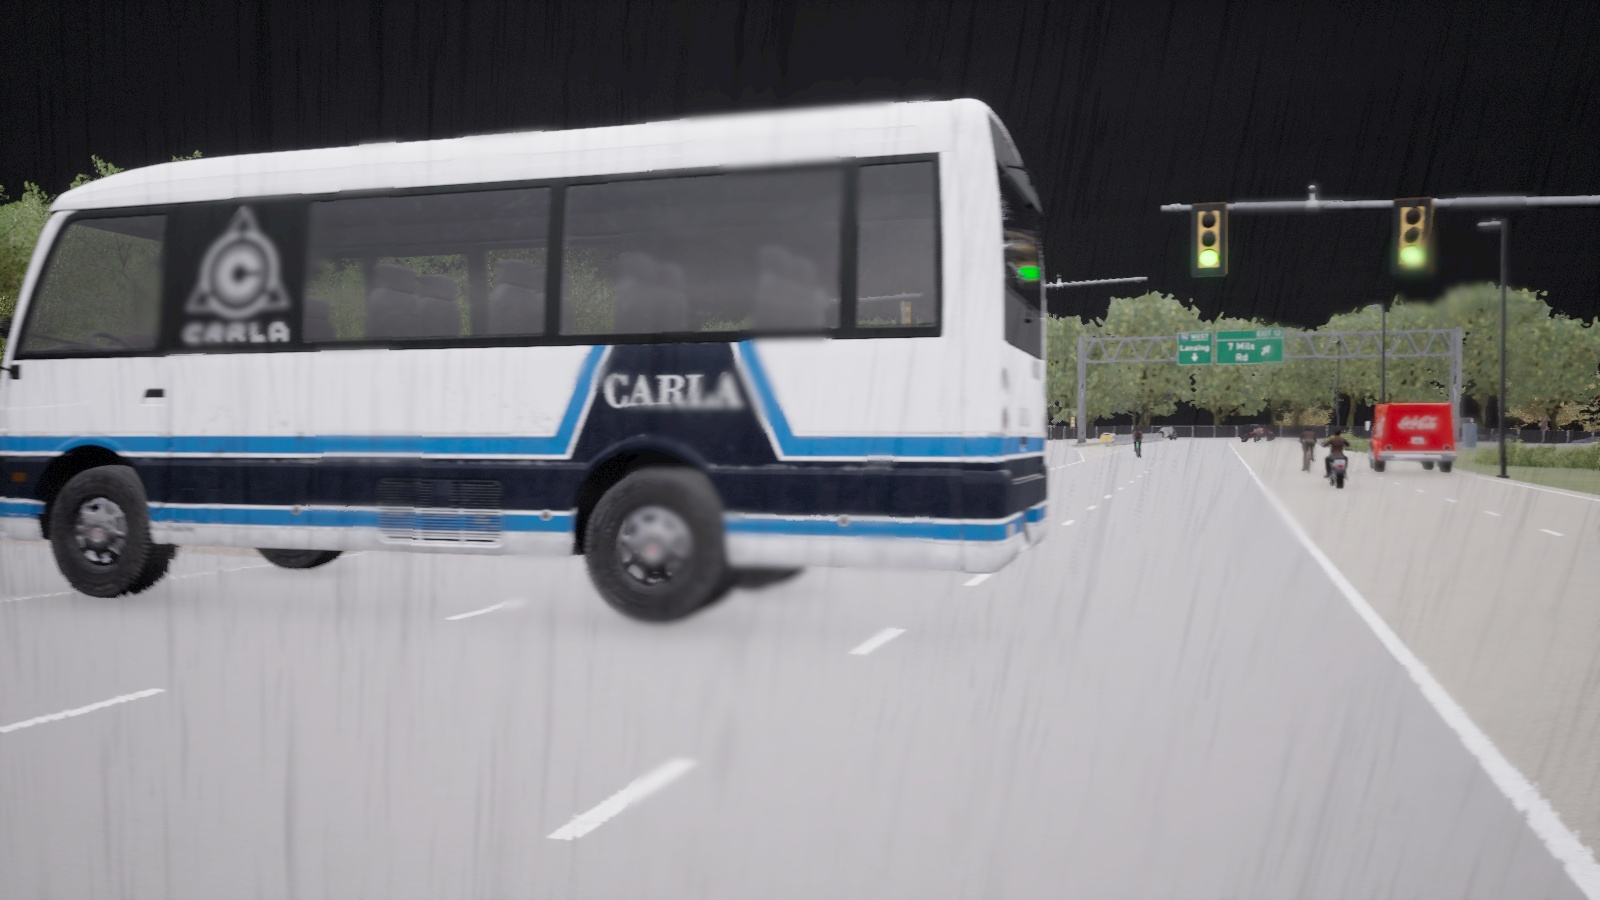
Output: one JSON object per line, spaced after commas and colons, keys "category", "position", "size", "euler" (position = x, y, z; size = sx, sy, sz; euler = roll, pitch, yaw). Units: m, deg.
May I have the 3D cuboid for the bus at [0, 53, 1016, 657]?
{"category": "bus", "position": [-3.344, -0.733, 12.268], "size": [10.273, 4.253, 3.944], "euler": [1, 1, 17]}

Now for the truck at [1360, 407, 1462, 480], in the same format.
{"category": "truck", "position": [22.054, -0.278, 45.558], "size": [2.627, 2.467, 5.204], "euler": [1, 1, 18]}

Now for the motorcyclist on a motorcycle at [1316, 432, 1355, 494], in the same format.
{"category": "motorcyclist on a motorcycle", "position": [14.635, 0.327, 34.345], "size": [0.766, 1.649, 2.350], "euler": [1, 1, 18]}
